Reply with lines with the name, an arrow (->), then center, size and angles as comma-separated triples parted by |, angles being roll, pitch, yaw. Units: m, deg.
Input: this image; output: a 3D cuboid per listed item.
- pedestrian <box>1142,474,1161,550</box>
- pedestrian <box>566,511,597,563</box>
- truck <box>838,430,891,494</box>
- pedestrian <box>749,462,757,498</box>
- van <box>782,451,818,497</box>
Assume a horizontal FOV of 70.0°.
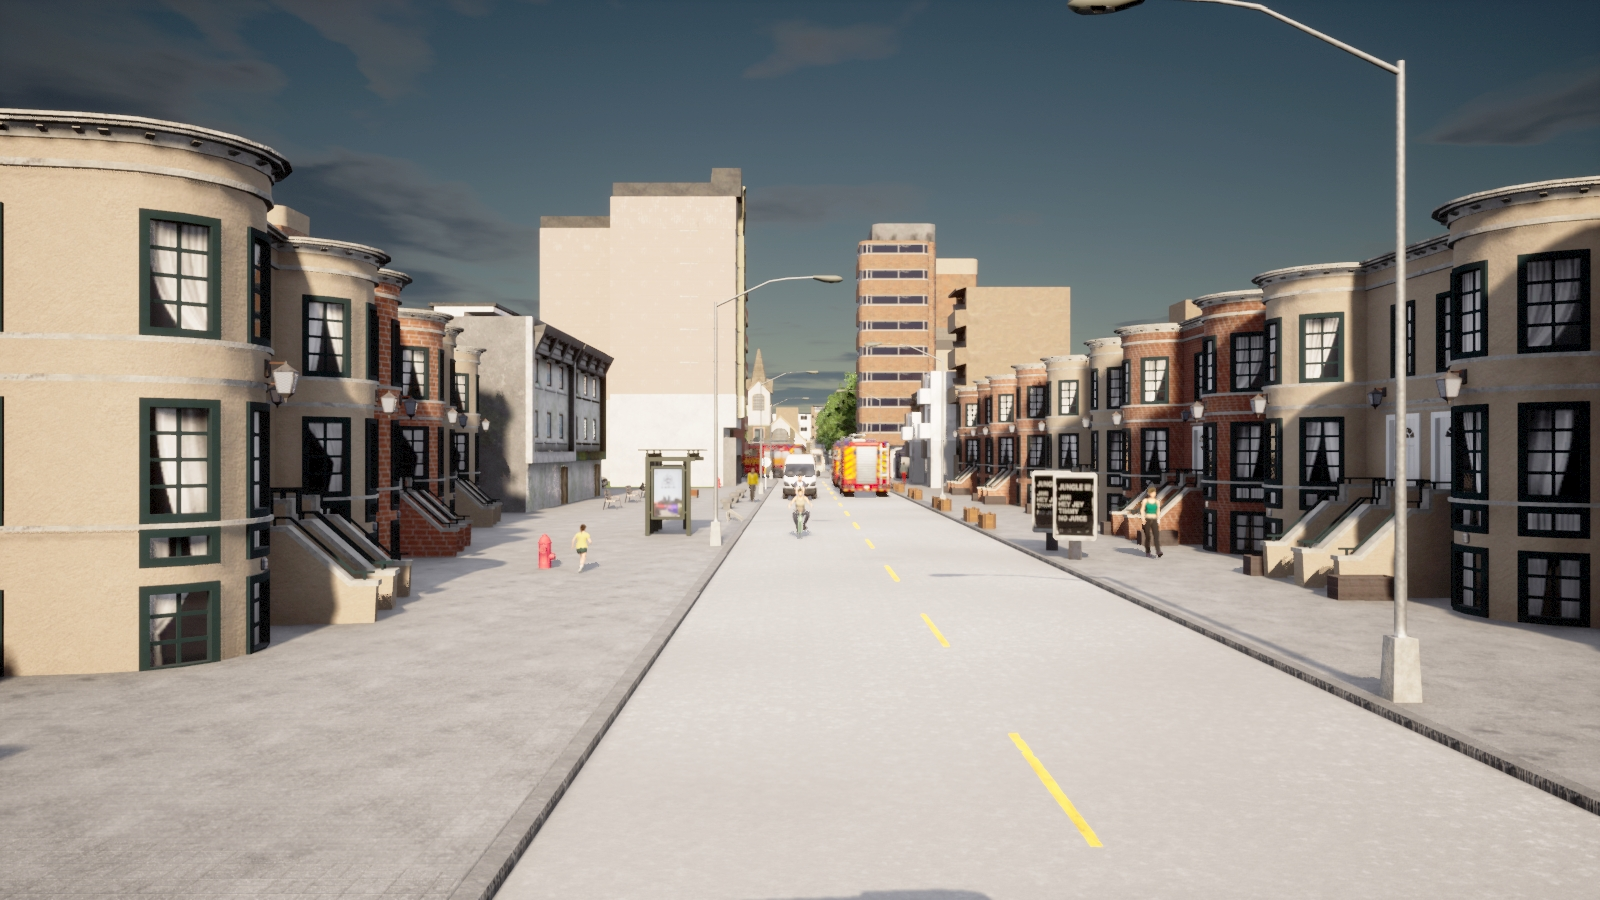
pedestrian -> 8.732, 1.535, 28.371 | 0.375, 1.860, 0.375 | 0, 0, 2
pedestrian -> -4.824, 1.915, 25.245 | 0.500, 1.100, 0.500 | 0, 0, 12
truck -> 3.987, 0.699, 72.664 | 2.891, 3.827, 8.468 | 0, 0, 0
pedestrian -> -2.409, 1.546, 58.643 | 0.375, 1.860, 0.375 | 0, 0, -1
van -> -0.003, 1.341, 66.923 | 1.988, 2.561, 5.915 | 0, 0, 0
